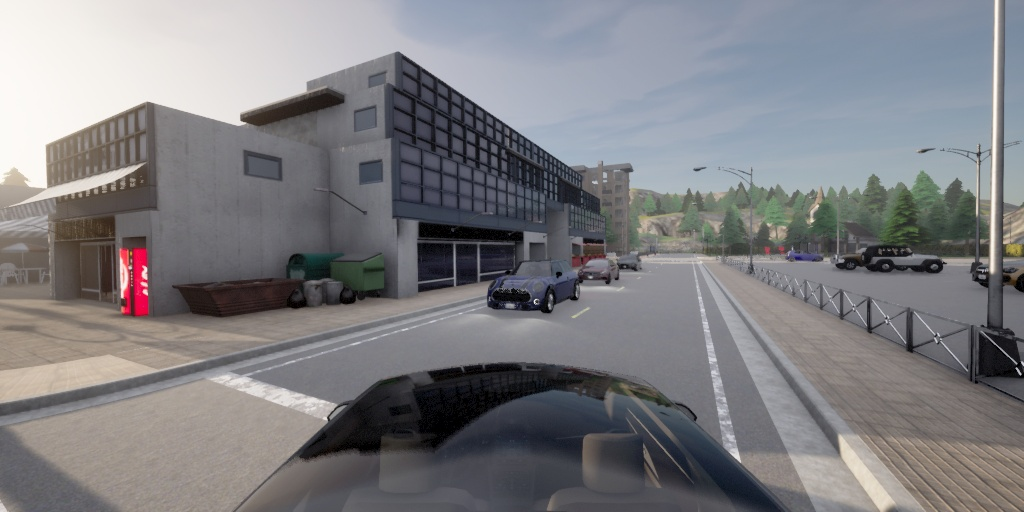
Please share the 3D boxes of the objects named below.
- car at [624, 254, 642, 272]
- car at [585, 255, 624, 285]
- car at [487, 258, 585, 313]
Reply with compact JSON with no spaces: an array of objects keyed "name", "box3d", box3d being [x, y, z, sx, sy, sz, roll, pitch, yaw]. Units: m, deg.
[{"name":"car","box3d":[10.650,0.602,32.610,1.837,1.490,4.892,0,2,27]},{"name":"car","box3d":[5.419,0.870,22.117,1.812,1.442,4.674,0,1,26]},{"name":"car","box3d":[0.928,0.908,13.068,2.097,1.767,4.553,0,1,26]}]
